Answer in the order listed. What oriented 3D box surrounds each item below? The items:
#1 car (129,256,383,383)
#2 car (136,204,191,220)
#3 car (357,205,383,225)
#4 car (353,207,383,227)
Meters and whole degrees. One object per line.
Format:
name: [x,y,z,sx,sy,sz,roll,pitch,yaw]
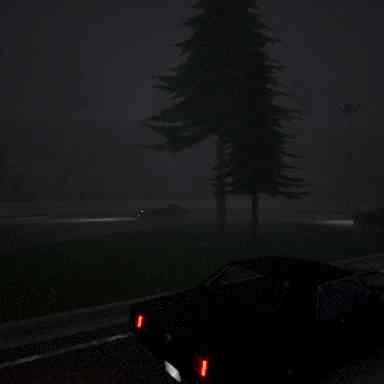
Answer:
car: [1.628,1.638,4.817,4.718,1.301,1.895,1,0,-35]
car: [-2.591,1.717,29.720,4.718,1.301,1.895,1,0,-26]
car: [15.287,1.788,25.272,1.812,1.442,4.674,1,0,-29]
car: [13.093,1.704,22.101,1.882,1.535,5.008,2,-1,-18]
